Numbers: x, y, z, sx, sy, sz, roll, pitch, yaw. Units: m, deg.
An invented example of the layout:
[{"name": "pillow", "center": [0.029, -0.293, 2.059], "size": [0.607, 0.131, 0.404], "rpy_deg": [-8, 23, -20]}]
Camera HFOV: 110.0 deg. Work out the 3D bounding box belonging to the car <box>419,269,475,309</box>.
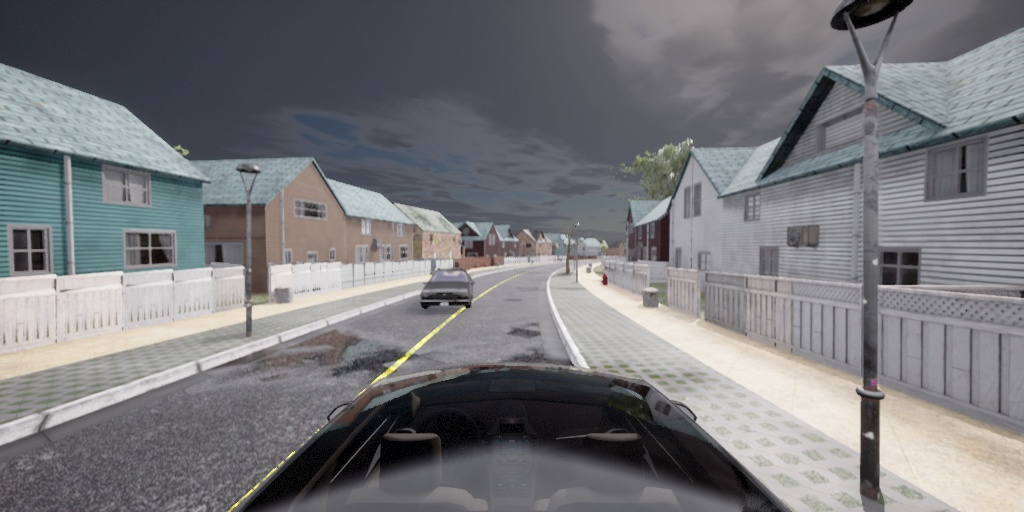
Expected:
[{"name": "car", "center": [-2.531, 1.246, 14.908], "size": [2.033, 1.411, 5.357], "rpy_deg": [0, 0, -5]}]
